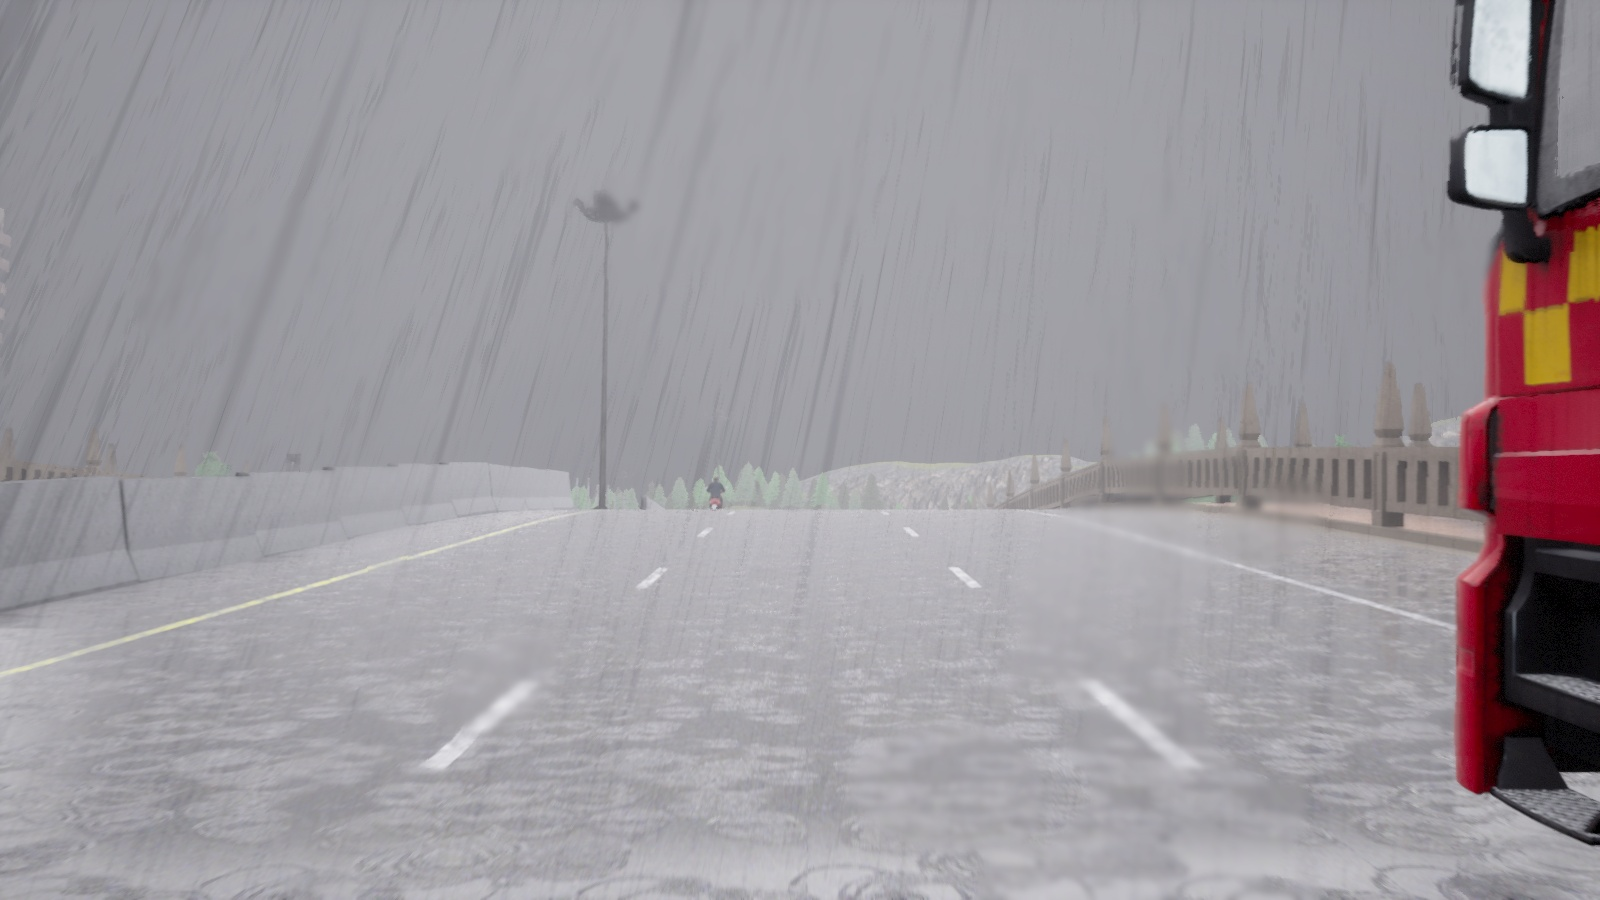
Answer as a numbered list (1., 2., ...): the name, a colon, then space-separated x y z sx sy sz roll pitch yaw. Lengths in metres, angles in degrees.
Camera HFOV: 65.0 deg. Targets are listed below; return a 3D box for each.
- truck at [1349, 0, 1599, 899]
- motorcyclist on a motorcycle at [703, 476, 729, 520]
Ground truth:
1. truck: 3.519 -0.402 0.540 2.891 3.827 8.468 0 0 0
2. motorcyclist on a motorcycle: -3.206 1.848 48.219 0.866 1.590 1.817 0 -6 0
